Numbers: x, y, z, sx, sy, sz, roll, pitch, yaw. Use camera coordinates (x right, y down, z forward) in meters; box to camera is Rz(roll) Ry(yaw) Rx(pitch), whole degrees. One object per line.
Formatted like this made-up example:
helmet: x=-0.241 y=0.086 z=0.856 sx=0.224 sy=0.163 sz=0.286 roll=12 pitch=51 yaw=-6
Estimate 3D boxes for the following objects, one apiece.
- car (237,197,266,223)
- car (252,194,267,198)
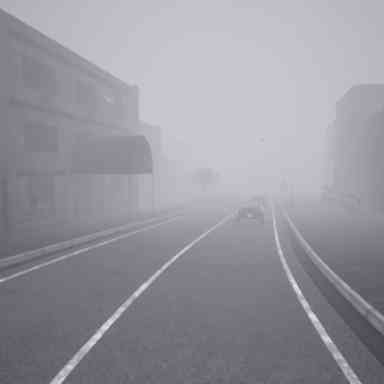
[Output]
car: x=4.292 y=1.355 z=24.126 sx=1.812 sy=1.442 sz=4.674 roll=1 pitch=1 yaw=13
car: x=8.157 y=1.003 z=40.771 sx=1.882 sy=1.535 sz=5.008 roll=1 pitch=1 yaw=13
